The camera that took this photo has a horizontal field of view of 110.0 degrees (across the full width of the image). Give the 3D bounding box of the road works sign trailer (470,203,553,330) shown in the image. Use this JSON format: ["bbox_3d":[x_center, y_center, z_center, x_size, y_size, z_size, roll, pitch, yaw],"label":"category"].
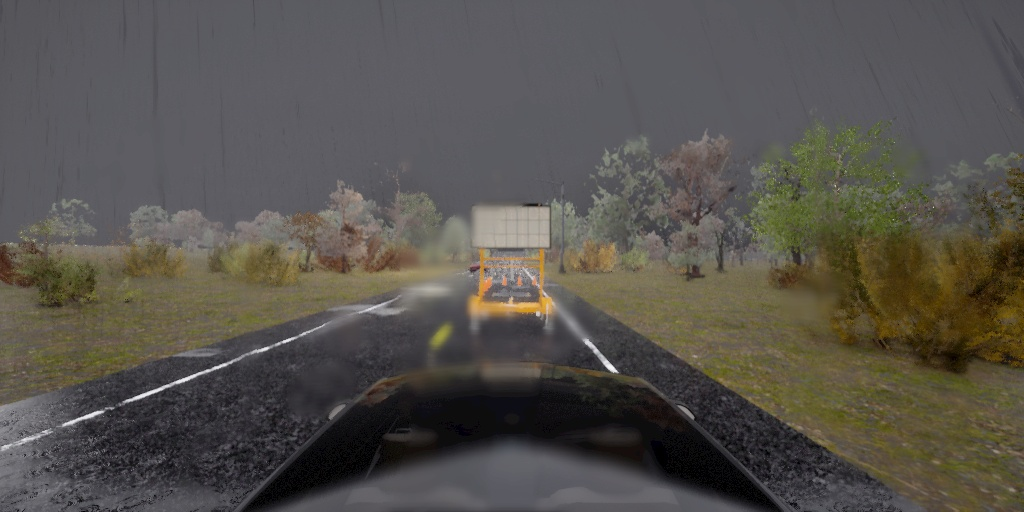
[{"bbox_3d":[-0.003,0.191,11.056,2.380,3.560,2.880,0,0,0],"label":"road works sign trailer"}]

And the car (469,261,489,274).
[{"bbox_3d":[-3.611,1.259,39.893,1.895,1.301,4.718,0,0,0],"label":"car"}]
